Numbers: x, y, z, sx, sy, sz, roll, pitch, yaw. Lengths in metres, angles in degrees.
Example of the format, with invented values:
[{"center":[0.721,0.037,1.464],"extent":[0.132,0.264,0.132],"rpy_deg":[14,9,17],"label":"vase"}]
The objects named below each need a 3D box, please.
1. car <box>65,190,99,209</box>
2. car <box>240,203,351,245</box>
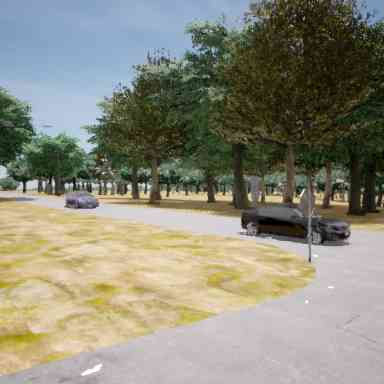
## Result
[{"center":[-10.971,0.722,33.066],"extent":[2.097,1.767,4.553],"rpy_deg":[-1,1,-39],"label":"car"},{"center":[4.489,1.327,15.080],"extent":[1.882,1.535,5.008],"rpy_deg":[-1,2,-43],"label":"car"}]
